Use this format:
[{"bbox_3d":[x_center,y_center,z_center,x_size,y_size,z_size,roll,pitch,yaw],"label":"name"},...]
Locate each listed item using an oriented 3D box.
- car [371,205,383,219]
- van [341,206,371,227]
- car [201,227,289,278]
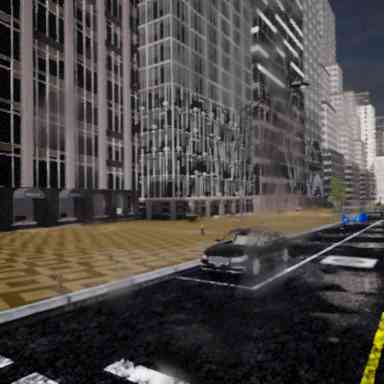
[{"bbox_3d":[24.140,2.773,43.828,2.008,1.369,4.403,-3,-3,34],"label":"car"},{"bbox_3d":[14.634,2.181,29.896,1.690,1.788,3.998,-3,-3,34],"label":"van"},{"bbox_3d":[1.967,1.894,11.299,2.008,1.369,4.403,-3,-3,34],"label":"car"}]
